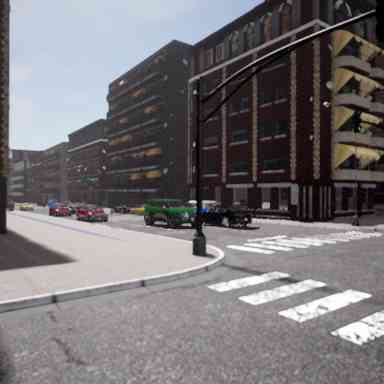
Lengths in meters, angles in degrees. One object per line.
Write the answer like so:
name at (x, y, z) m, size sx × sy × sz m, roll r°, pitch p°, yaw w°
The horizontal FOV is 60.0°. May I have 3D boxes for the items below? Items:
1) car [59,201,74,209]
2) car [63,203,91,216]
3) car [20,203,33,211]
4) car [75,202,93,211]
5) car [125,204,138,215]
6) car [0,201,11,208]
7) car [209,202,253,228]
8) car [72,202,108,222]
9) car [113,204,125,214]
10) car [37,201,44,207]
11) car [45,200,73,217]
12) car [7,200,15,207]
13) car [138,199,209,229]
car at (-25.659, 2.585, 67.882) m, size 1.967 × 1.590 × 4.097 m, roll -1°, pitch 0°, yaw -36°
car at (-15.096, 2.187, 43.458) m, size 2.128 × 1.511 × 4.902 m, roll 0°, pitch -1°, yaw -35°
car at (-29.006, 2.545, 58.306) m, size 1.752 × 1.417 × 4.829 m, roll -1°, pitch 0°, yaw -36°
car at (-19.161, 2.486, 58.865) m, size 1.752 × 1.417 × 4.829 m, roll -1°, pitch 0°, yaw -36°
car at (-5.967, 2.112, 40.555) m, size 1.752 × 1.417 × 4.829 m, roll -1°, pitch 0°, yaw -36°
car at (-45.497, 3.015, 81.193) m, size 1.752 × 1.417 × 4.829 m, roll -1°, pitch 0°, yaw -36°
car at (2.267, 1.767, 24.801) m, size 1.882 × 1.535 × 5.008 m, roll 0°, pitch -1°, yaw -36°
car at (-9.317, 1.903, 30.979) m, size 1.967 × 1.590 × 4.097 m, roll -1°, pitch 0°, yaw -36°
car at (-9.165, 2.243, 44.994) m, size 1.947 × 1.339 × 4.313 m, roll -1°, pitch 0°, yaw -36°
car at (-38.850, 3.087, 86.191) m, size 1.947 × 1.339 × 4.313 m, roll -1°, pitch 0°, yaw -36°
car at (-15.914, 2.089, 40.134) m, size 1.967 × 1.590 × 4.097 m, roll -1°, pitch 0°, yaw -36°
car at (-42.303, 2.713, 76.756) m, size 2.192 × 1.841 × 5.009 m, roll -1°, pitch 0°, yaw -36°
car at (-1.539, 1.533, 24.583) m, size 2.150 × 2.045 × 5.566 m, roll 0°, pitch -1°, yaw -36°
